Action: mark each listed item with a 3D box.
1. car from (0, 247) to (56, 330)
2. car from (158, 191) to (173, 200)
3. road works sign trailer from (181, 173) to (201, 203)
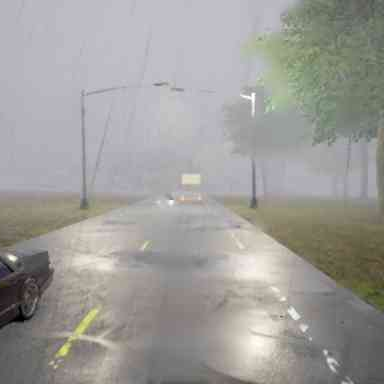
[{"bbox_3d":[-3.602,1.491,4.248,2.033,1.411,5.357,-1,1,0],"label":"car"},{"bbox_3d":[-3.747,0.491,48.062,1.895,1.301,4.718,-1,1,0],"label":"car"},{"bbox_3d":[-0.108,-0.505,39.863,2.380,3.560,2.880,-1,1,-1],"label":"road works sign trailer"}]
